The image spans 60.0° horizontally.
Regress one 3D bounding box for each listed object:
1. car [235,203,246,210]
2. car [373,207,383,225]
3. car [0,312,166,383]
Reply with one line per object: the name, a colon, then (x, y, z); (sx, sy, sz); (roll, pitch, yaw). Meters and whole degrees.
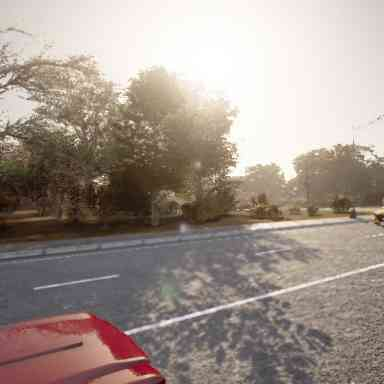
car: (8.427, 2.839, 65.165); (2.128, 1.511, 4.902); (0, -3, -32)
car: (14.309, 1.465, 22.655); (5.008, 1.535, 1.882); (0, 0, -34)
car: (-2.452, 1.604, 2.002); (4.718, 1.301, 1.895); (0, 0, -35)
